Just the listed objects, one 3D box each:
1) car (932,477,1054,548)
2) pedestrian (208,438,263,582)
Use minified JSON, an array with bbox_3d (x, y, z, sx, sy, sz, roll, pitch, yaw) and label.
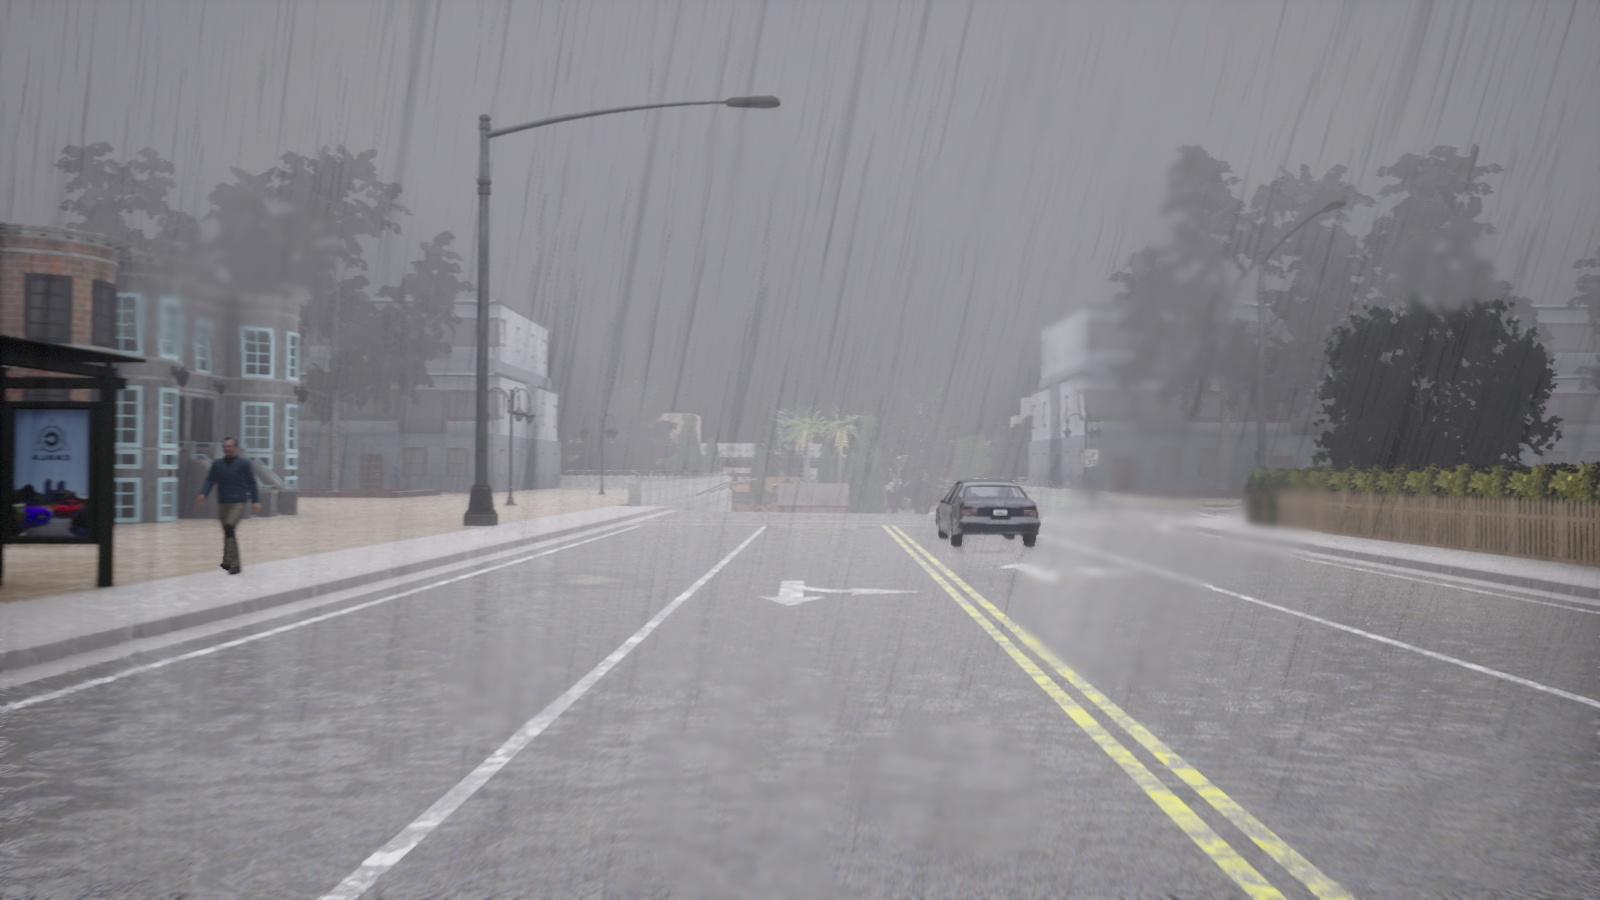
[{"bbox_3d":[4.180,1.323,28.065,2.033,1.411,5.357,0,-1,1],"label":"car"},{"bbox_3d":[-7.370,0.771,16.422,0.402,1.842,0.726,0,-1,-2],"label":"pedestrian"}]
